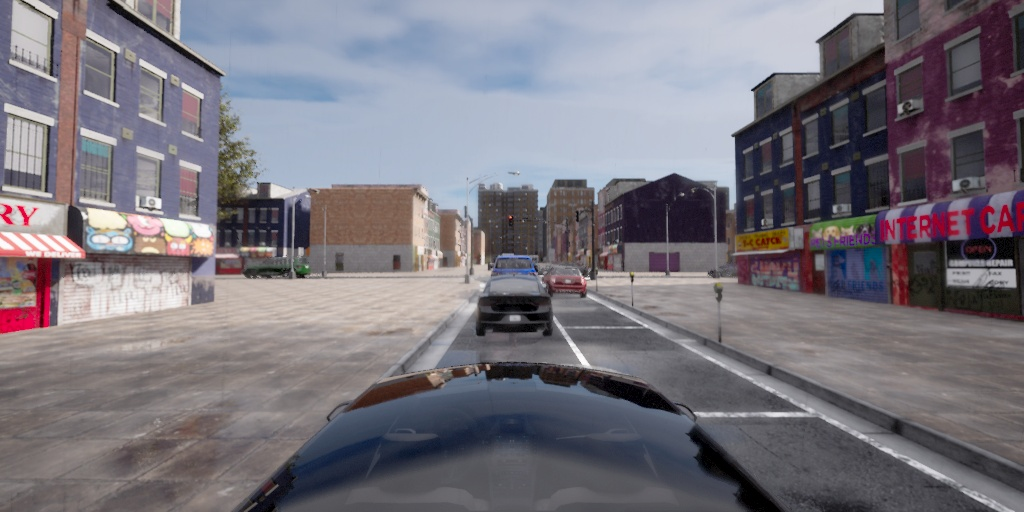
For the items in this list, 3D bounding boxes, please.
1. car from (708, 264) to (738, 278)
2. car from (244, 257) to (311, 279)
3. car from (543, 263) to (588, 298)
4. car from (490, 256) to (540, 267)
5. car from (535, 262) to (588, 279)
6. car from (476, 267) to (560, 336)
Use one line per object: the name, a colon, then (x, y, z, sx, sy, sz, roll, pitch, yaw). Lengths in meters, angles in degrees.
car: (20.709, 1.408, 33.564, 4.181, 1.385, 1.994, 0, -2, 0)
car: (-22.013, 1.189, 33.802, 5.566, 2.045, 2.150, -1, -2, 0)
car: (2.616, 1.223, 18.755, 1.967, 1.591, 4.097, 0, 0, 0)
car: (0.069, 1.004, 18.068, 2.150, 2.045, 5.566, 0, 0, 0)
car: (4.848, 1.381, 34.626, 4.892, 1.490, 1.837, 0, -1, 14)
car: (0.036, 1.241, 10.478, 1.882, 1.535, 5.008, 0, 0, -1)
